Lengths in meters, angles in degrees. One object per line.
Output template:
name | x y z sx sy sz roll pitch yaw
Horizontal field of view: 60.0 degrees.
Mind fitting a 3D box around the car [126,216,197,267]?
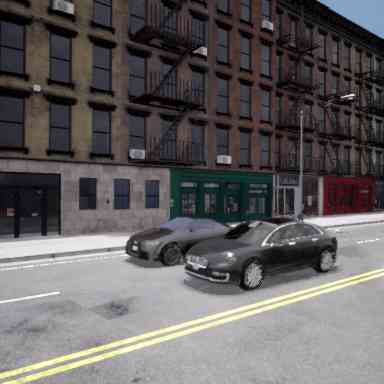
car | -0.146 1.565 11.548 4.181 1.385 1.994 0 0 -35

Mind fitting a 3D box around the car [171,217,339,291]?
car | 2.068 1.506 9.136 4.892 1.490 1.837 0 0 -35
